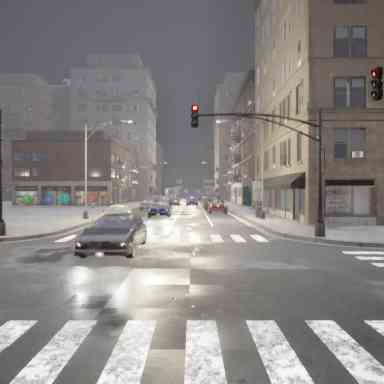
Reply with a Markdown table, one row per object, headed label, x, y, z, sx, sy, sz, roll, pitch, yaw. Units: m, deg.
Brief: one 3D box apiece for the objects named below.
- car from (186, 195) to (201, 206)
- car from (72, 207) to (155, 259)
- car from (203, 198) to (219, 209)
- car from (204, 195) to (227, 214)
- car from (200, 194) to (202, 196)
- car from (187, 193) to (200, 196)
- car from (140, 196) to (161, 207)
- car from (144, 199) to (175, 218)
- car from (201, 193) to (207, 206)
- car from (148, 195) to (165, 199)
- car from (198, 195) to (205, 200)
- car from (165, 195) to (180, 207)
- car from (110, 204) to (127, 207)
| label | x | y | z | sx | sy | sz | roll | pitch | yaw |
| --- | --- | --- | --- | --- | --- | --- | --- | --- | --- |
| car | -0.014 | 1.604 | 53.887 | 1.895 | 1.301 | 4.718 | 0 | 0 | 0 |
| car | -2.849 | 1.543 | 12.906 | 2.033 | 1.411 | 5.357 | 0 | 0 | 0 |
| car | 2.625 | 1.568 | 46.720 | 1.947 | 1.339 | 4.313 | 0 | 0 | 0 |
| car | 2.628 | 1.441 | 35.396 | 1.967 | 1.590 | 4.097 | 0 | 0 | 0 |
| car | 2.619 | 1.555 | 69.367 | 2.008 | 1.369 | 4.403 | 0 | 0 | 0 |
| car | -0.017 | 1.225 | 64.189 | 2.150 | 2.045 | 5.566 | 0 | 0 | 0 |
| car | -5.398 | 1.553 | 41.056 | 2.008 | 1.369 | 4.403 | 0 | 0 | 0 |
| car | -2.857 | 1.602 | 30.218 | 1.895 | 1.301 | 4.718 | 0 | 0 | 0 |
| car | 2.627 | 1.317 | 41.058 | 2.192 | 1.841 | 5.009 | 0 | 0 | 0 |
| car | -5.400 | 1.317 | 46.718 | 2.192 | 1.841 | 5.009 | 0 | 0 | 0 |
| car | 2.613 | 1.575 | 92.015 | 1.947 | 1.339 | 4.313 | 0 | 0 | 0 |
| car | -2.818 | 1.550 | 52.399 | 2.033 | 1.411 | 5.357 | 0 | 0 | 1 |
| car | -5.394 | 1.526 | 23.900 | 1.752 | 1.417 | 4.829 | 0 | 0 | 0 |
